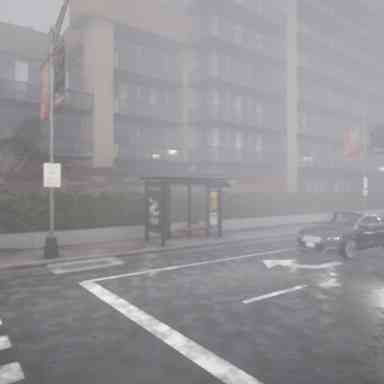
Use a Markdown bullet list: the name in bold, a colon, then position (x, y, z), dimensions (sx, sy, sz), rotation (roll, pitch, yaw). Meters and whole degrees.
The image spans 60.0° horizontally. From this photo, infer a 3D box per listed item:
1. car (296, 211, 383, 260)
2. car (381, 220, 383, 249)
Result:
- **car**: position (5.954, 1.511, 12.643), dimensions (4.902, 1.511, 2.128), rotation (0, 0, -36)
- **car**: position (7.471, 1.539, 9.413), dimensions (4.674, 1.442, 1.812), rotation (0, 0, -36)
